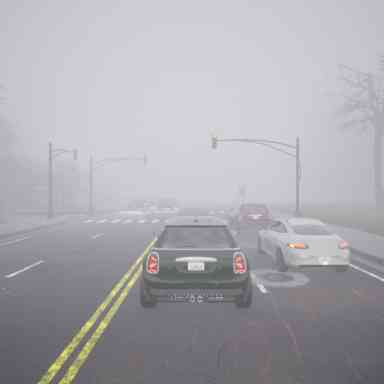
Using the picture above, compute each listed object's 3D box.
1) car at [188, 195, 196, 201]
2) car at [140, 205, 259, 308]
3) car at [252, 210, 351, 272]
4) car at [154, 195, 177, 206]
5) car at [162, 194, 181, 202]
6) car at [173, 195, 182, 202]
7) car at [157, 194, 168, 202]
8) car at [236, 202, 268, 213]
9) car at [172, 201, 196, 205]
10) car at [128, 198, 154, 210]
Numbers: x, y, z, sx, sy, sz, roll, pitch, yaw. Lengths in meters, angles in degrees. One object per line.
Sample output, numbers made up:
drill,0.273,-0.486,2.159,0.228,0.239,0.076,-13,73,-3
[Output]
car,0.093,1.488,77.360,2.128,1.511,4.902,0,0,0
car,0.085,1.352,8.086,2.097,1.767,4.553,0,0,0
car,3.345,1.526,10.640,1.812,1.442,4.674,0,0,0
car,-3.301,1.500,42.016,1.837,1.490,4.892,0,-1,0
car,-3.283,1.477,52.663,2.128,1.511,4.902,0,0,0
car,-3.167,1.468,72.644,1.837,1.490,4.892,0,0,0
car,-6.417,1.323,72.680,2.097,1.767,4.553,0,0,0
car,3.331,1.352,19.434,2.097,1.767,4.553,0,0,0
car,0.061,1.478,17.351,1.882,1.535,5.008,0,0,0
car,-6.721,1.486,42.180,2.128,1.511,4.902,0,0,4
